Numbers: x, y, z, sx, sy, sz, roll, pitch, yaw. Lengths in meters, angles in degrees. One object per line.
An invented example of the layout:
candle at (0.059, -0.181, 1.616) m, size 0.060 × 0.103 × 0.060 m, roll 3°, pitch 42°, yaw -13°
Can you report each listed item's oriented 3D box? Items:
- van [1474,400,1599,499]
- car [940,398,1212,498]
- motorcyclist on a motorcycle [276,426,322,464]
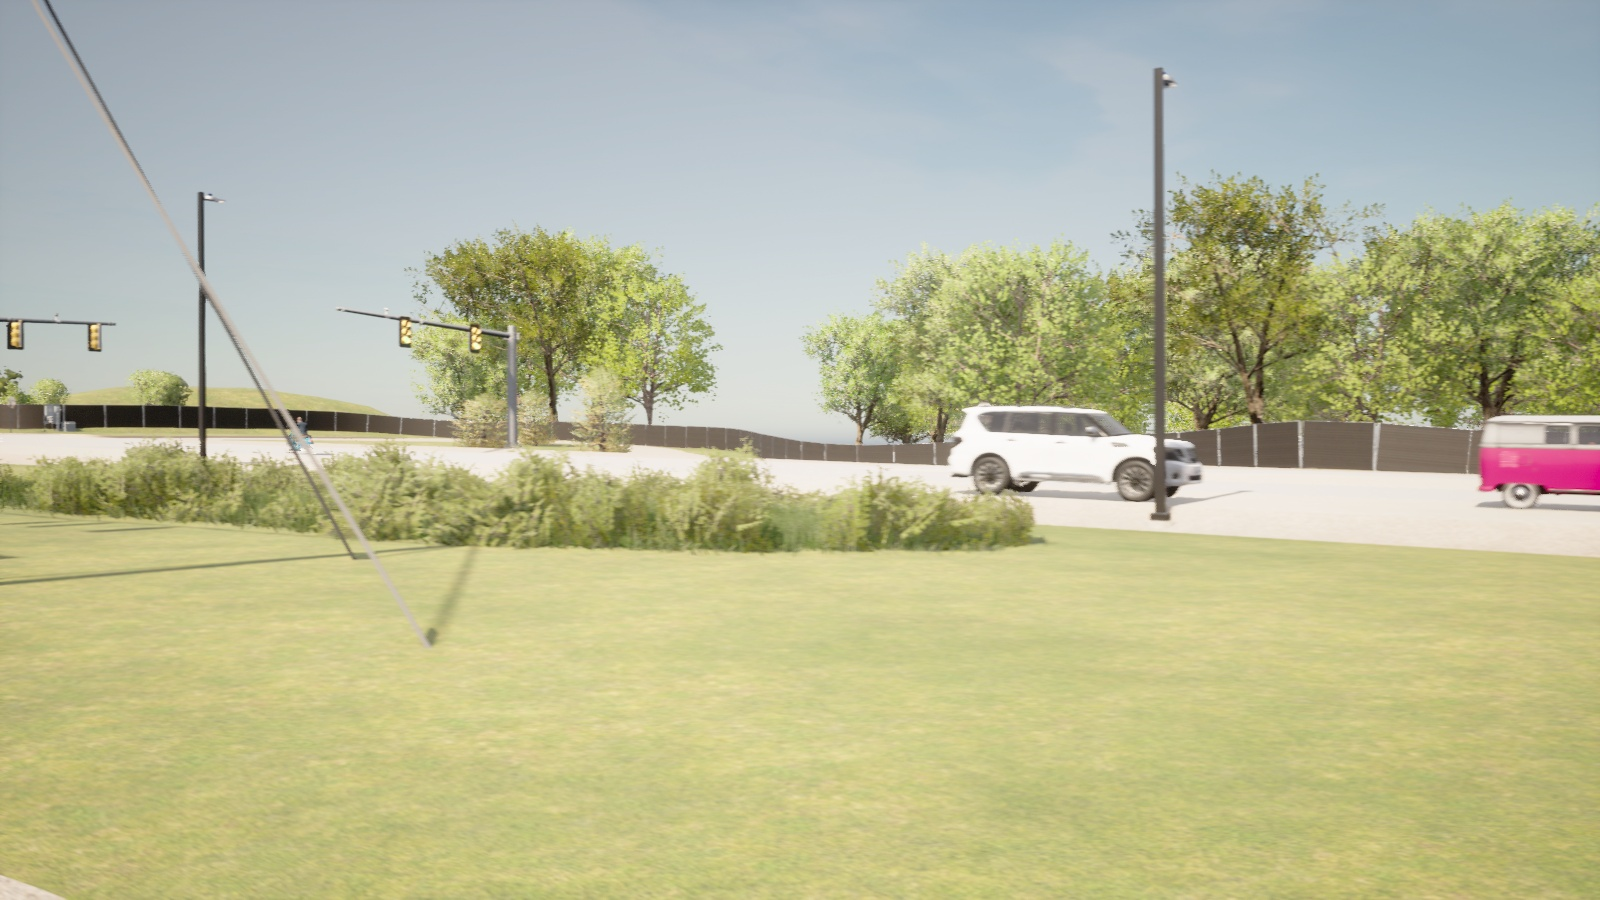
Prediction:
van at (16.532, -0.026, 26.005) m, size 4.442 × 1.987 × 1.775 m, roll 0°, pitch 1°, yaw 31°
car at (6.146, -0.075, 28.194) m, size 5.566 × 2.045 × 2.150 m, roll 0°, pitch 1°, yaw 31°
motorcyclist on a motorcycle at (-21.059, -0.209, 52.827) m, size 1.817 × 1.590 × 0.866 m, roll 0°, pitch 1°, yaw 31°
